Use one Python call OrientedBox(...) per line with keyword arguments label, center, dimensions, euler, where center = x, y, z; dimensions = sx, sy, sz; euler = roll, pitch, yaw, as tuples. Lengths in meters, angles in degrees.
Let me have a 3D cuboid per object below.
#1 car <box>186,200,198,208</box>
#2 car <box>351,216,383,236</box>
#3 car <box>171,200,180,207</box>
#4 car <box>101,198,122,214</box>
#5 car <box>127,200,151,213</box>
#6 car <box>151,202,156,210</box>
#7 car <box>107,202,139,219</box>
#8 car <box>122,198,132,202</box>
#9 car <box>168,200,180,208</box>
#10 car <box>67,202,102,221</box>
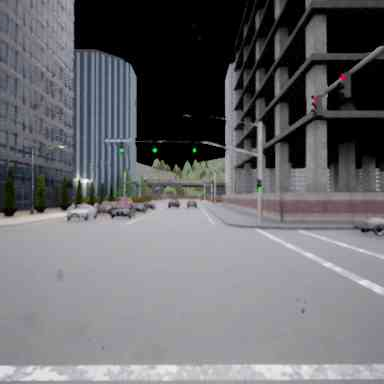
OrientedBox(label="car", center=(-0.004, 2.293, 62.530), dimensions=(2.128, 1.511, 4.902), euler=(0, -1, 0))
OrientedBox(label="car", center=(11.878, 1.793, 19.209), dimensions=(4.718, 1.301, 1.895), euler=(0, -1, 0))
OrientedBox(label="car", center=(-3.505, 2.425, 71.604), dimensions=(1.812, 1.442, 4.674), euler=(0, -1, 0))
OrientedBox(label="car", center=(-10.603, 1.882, 41.337), dimensions=(2.097, 1.767, 4.553), euler=(0, -1, 0))
OrientedBox(label="car", center=(-7.102, 2.136, 44.628), dimensions=(1.994, 1.385, 4.181), euler=(0, -1, 0))
OrientedBox(label="car", center=(-7.088, 2.301, 54.667), dimensions=(1.895, 1.301, 4.718), euler=(0, -1, 0))
OrientedBox(label="car", center=(-7.102, 2.009, 34.721), dimensions=(1.994, 1.385, 4.181), euler=(0, -1, 0))
OrientedBox(label="car", center=(-10.600, 1.884, 51.753), dimensions=(2.150, 2.045, 5.566), euler=(0, -1, 0))
OrientedBox(label="car", center=(-3.504, 2.306, 62.530), dimensions=(1.837, 1.490, 4.892), euler=(0, -1, 0))
OrientedBox(label="car", center=(-10.601, 1.941, 32.402), dimensions=(1.812, 1.442, 4.674), euler=(0, -1, 0))
